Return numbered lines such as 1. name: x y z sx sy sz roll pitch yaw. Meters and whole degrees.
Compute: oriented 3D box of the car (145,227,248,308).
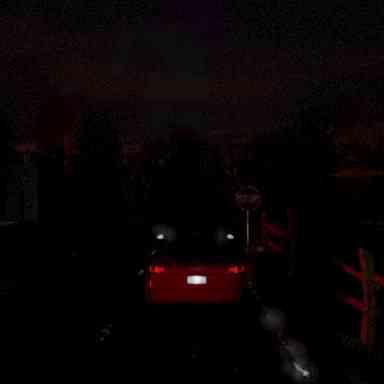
1. car: 0.085 1.502 7.860 1.994 1.385 4.181 0 0 0
